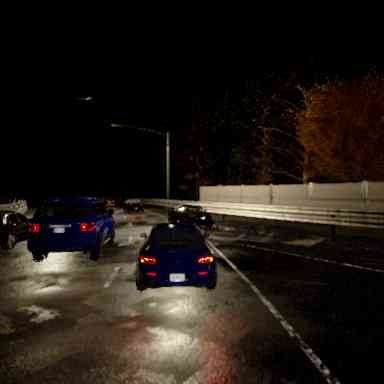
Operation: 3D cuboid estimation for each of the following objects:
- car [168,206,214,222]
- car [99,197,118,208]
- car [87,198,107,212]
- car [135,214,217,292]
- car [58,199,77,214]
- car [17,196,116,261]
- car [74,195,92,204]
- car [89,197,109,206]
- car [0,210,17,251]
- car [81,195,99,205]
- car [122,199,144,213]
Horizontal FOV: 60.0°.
[{"bbox_3d":[-0.198,1.614,22.687,1.994,1.385,4.181,0,0,-27],"label":"car"},{"bbox_3d":[-13.276,1.622,52.426,1.837,1.490,4.892,0,0,-27],"label":"car"},{"bbox_3d":[-11.986,1.599,41.720,1.837,1.490,4.892,0,0,-22],"label":"car"},{"bbox_3d":[-0.445,1.545,8.943,1.812,1.442,4.674,0,0,-4],"label":"car"},{"bbox_3d":[-14.254,1.565,38.003,1.882,1.535,5.008,0,0,-21],"label":"car"},{"bbox_3d":[-4.302,1.249,12.643,2.150,2.045,5.566,0,0,-7],"label":"car"},{"bbox_3d":[-21.990,1.485,66.746,1.882,1.535,5.008,0,0,-38],"label":"car"},{"bbox_3d":[-16.166,1.622,57.672,2.128,1.511,4.902,0,0,-29],"label":"car"},{"bbox_3d":[-8.066,1.538,14.104,1.837,1.490,4.892,0,0,-8],"label":"car"},{"bbox_3d":[-19.325,1.495,62.916,2.097,1.767,4.553,0,0,-33],"label":"car"},{"bbox_3d":[-6.735,1.577,37.774,2.128,1.511,4.902,0,0,-19],"label":"car"}]
